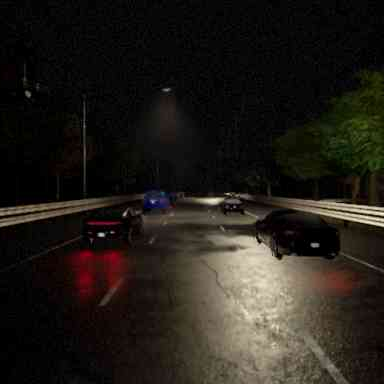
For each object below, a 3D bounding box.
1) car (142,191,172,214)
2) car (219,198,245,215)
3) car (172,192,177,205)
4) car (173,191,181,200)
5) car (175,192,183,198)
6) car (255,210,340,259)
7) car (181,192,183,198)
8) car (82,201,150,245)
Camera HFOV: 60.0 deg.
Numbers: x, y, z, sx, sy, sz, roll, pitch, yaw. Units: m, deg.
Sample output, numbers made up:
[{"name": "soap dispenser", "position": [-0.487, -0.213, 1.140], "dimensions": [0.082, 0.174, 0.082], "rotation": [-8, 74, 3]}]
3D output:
[{"name": "car", "position": [-3.397, 0.943, 31.588], "dimensions": [2.150, 2.045, 5.566], "rotation": [0, 1, 0]}, {"name": "car", "position": [3.602, 1.279, 30.520], "dimensions": [2.033, 1.411, 5.357], "rotation": [0, 1, 0]}, {"name": "car", "position": [-3.499, 1.067, 46.412], "dimensions": [1.812, 1.442, 4.674], "rotation": [0, 1, 0]}, {"name": "car", "position": [-3.499, 0.898, 57.415], "dimensions": [2.128, 1.511, 4.902], "rotation": [0, 1, 0]}, {"name": "car", "position": [-3.498, 0.798, 90.432], "dimensions": [2.128, 1.511, 4.902], "rotation": [0, 0, 0]}, {"name": "car", "position": [3.601, 1.381, 12.204], "dimensions": [1.882, 1.535, 5.008], "rotation": [0, 0, 0]}, {"name": "car", "position": [-3.499, 0.660, 68.390], "dimensions": [2.097, 1.767, 4.553], "rotation": [0, 0, 0]}, {"name": "car", "position": [-3.398, 1.372, 14.903], "dimensions": [2.128, 1.511, 4.902], "rotation": [0, 0, 0]}]
